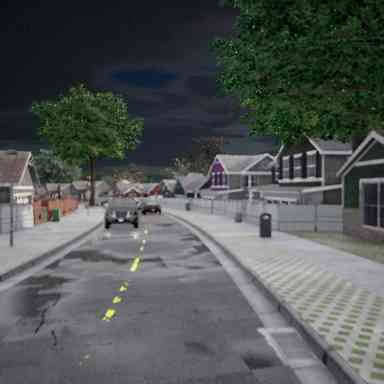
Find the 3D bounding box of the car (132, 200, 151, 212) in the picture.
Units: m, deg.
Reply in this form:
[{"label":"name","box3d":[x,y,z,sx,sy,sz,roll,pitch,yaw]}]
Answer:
[{"label":"car","box3d":[-7.239,1.906,47.369,1.837,1.490,4.892,0,-1,-17]}]

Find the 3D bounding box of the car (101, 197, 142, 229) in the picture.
[{"label":"car","box3d":[-4.801,1.395,23.273,2.150,2.045,5.566,0,-1,-9]}]

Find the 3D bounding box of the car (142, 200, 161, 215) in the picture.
[{"label":"car","box3d":[-4.658,1.777,37.647,1.882,1.535,5.008,0,-1,-13]}]

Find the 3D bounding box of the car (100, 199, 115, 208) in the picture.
[{"label":"car","box3d":[-15.946,2.098,62.781,2.128,1.511,4.902,0,-1,-22]}]
